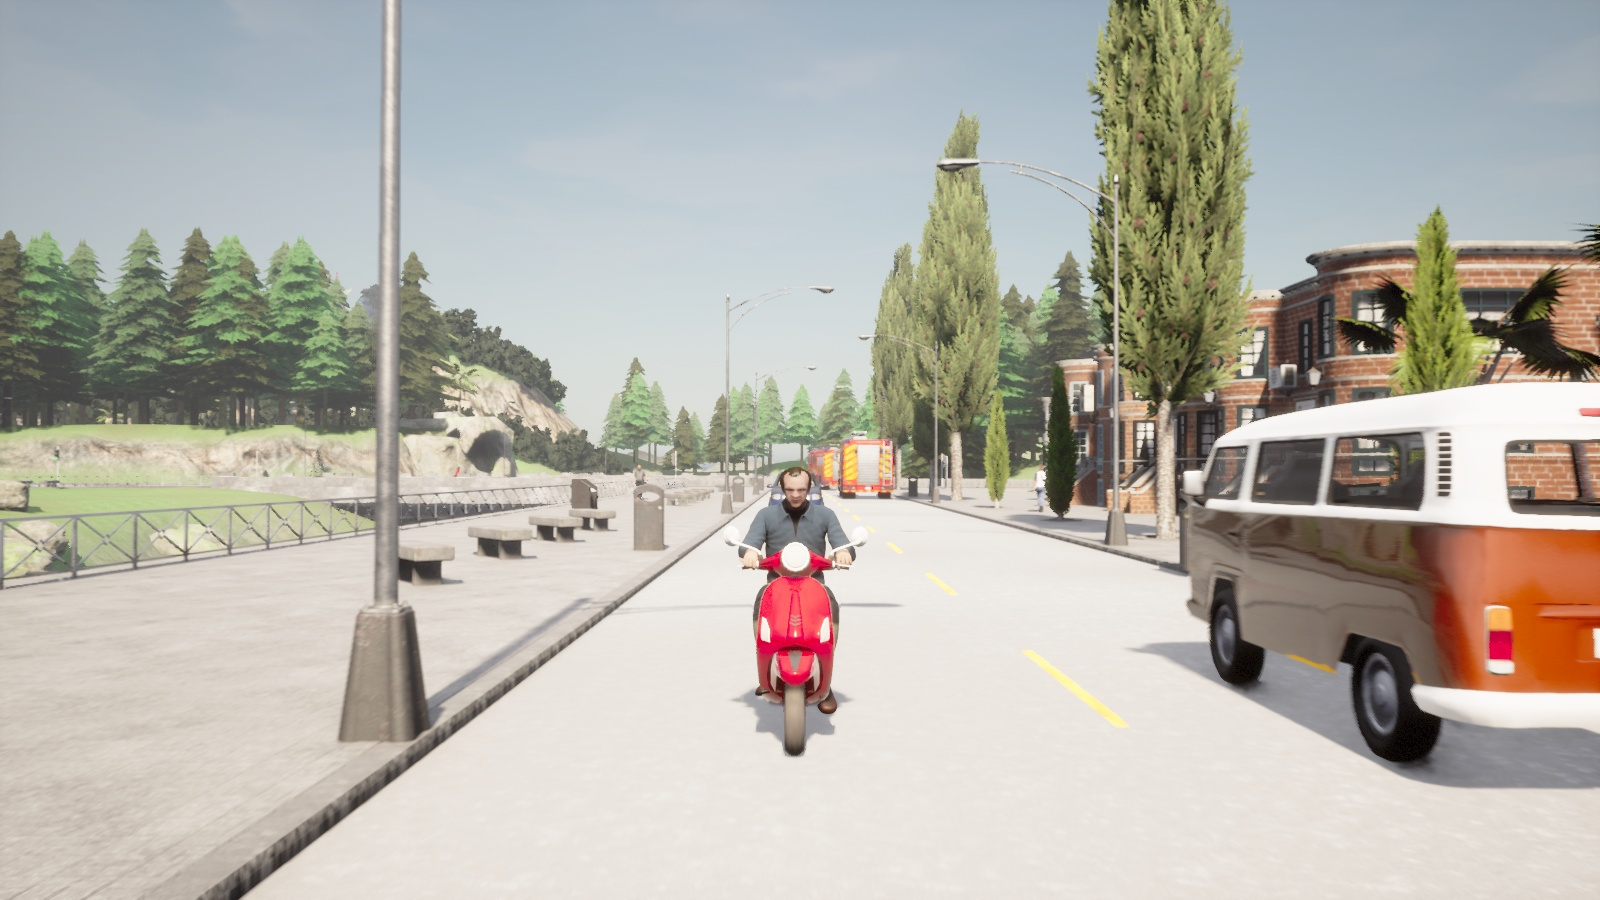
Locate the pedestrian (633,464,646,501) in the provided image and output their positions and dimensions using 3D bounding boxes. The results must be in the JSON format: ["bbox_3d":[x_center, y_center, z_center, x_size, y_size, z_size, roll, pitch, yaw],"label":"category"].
[{"bbox_3d":[-7.950,1.601,62.386,0.540,1.848,0.694,0,-1,2],"label":"pedestrian"}]

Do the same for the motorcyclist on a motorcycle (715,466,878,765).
[{"bbox_3d":[-0.020,0.896,7.618,0.866,1.590,1.817,0,-1,0],"label":"motorcyclist on a motorcycle"}]

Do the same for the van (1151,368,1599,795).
[{"bbox_3d":[3.976,0.660,8.248,2.069,2.038,4.480,0,-1,0],"label":"van"}]

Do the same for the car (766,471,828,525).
[{"bbox_3d":[-0.099,1.436,38.344,1.789,1.549,3.705,0,-1,0],"label":"car"}]

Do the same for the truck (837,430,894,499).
[{"bbox_3d":[3.802,0.885,74.692,2.891,3.827,8.468,0,-1,0],"label":"truck"}]

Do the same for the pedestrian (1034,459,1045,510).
[{"bbox_3d":[8.799,1.261,46.090,0.354,1.836,0.706,0,-1,9],"label":"pedestrian"}]
